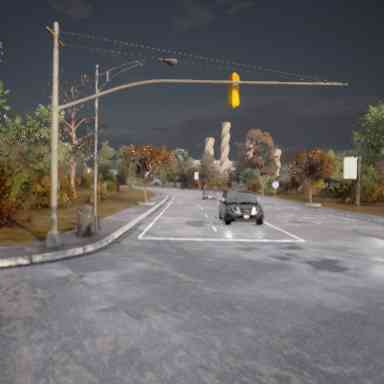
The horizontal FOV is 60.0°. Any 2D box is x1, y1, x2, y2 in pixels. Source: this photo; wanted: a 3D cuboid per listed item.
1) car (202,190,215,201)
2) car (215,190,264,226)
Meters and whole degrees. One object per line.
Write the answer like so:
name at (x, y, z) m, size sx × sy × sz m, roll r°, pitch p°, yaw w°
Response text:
car at (2.462, 0.478, 48.295) m, size 2.128 × 1.511 × 4.902 m, roll 1°, pitch 2°, yaw -1°
car at (2.913, 0.926, 20.760) m, size 2.150 × 2.045 × 5.566 m, roll 1°, pitch 1°, yaw -1°
